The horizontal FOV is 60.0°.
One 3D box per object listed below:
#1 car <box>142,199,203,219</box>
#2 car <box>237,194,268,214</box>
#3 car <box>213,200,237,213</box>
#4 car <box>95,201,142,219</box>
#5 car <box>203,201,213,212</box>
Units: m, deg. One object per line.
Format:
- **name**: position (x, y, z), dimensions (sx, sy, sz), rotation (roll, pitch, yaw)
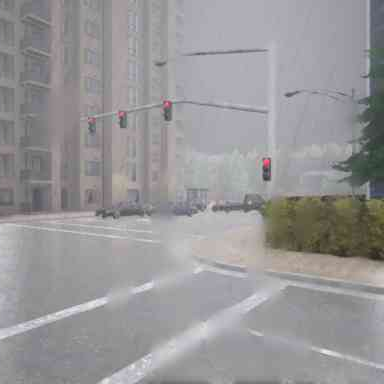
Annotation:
- **car**: position (-1.579, 1.547, 29.389), dimensions (2.033, 1.411, 5.357), rotation (0, 0, 36)
- **car**: position (7.373, 1.221, 35.403), dimensions (2.150, 2.045, 5.566), rotation (0, 0, 36)
- **car**: position (4.076, 1.601, 37.132), dimensions (1.895, 1.301, 4.718), rotation (0, 0, 36)
- **car**: position (-5.915, 1.547, 29.383), dimensions (2.033, 1.411, 5.357), rotation (0, 0, 36)
- **car**: position (-0.223, 1.491, 37.181), dimensions (2.128, 1.511, 4.902), rotation (0, 0, 36)
